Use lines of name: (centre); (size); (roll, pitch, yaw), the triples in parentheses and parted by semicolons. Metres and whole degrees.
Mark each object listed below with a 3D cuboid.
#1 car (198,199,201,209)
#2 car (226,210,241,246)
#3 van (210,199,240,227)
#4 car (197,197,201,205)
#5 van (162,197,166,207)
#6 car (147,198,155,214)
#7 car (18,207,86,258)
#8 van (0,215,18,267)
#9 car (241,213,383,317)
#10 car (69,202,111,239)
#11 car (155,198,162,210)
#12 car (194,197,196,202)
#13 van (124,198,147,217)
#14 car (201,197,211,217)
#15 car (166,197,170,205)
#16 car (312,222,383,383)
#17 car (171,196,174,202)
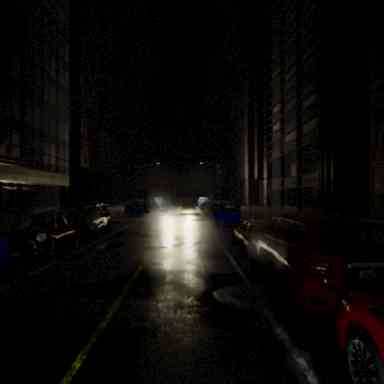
car: (2.278, 1.969, 46.806); (1.887, 1.381, 4.507); (0, -1, -1)
car: (2.634, 1.641, 13.325); (1.752, 1.417, 4.829); (0, -1, -1)
van: (2.516, 1.558, 24.373); (1.690, 1.788, 3.998); (0, -1, -1)
car: (2.219, 1.916, 52.415); (1.967, 1.590, 4.097); (0, -1, -1)
van: (-6.425, 1.942, 63.534); (1.690, 1.788, 3.998); (0, -1, -1)
car: (-6.187, 1.706, 41.099); (2.192, 1.841, 5.009); (0, -1, -1)
car: (-5.889, 1.573, 13.053); (1.967, 1.590, 4.097); (0, -1, -1)
van: (-5.829, 1.423, 7.445); (1.690, 1.788, 3.998); (0, -1, -1)
car: (2.695, 1.378, 7.548); (2.192, 1.841, 5.009); (0, -1, -1)
car: (-5.949, 1.500, 18.663); (2.192, 1.841, 5.009); (0, -1, -1)
car: (-6.306, 2.046, 52.314); (2.008, 1.369, 4.403); (0, -1, -1)
car: (2.040, 2.179, 69.240); (1.887, 1.381, 4.507); (0, -1, -1)
van: (-6.127, 1.680, 35.490); (1.690, 1.788, 3.998); (0, -1, -1)
car: (2.397, 1.635, 35.591); (2.192, 1.841, 5.009); (0, -1, -1)
car: (-6.544, 2.146, 74.752); (1.967, 1.590, 4.097); (0, -1, -1)
car: (2.755, 1.327, 1.939); (2.192, 1.841, 5.009); (0, -1, -1)
car: (-6.721, 2.392, 91.407); (1.752, 1.417, 4.829); (0, -1, -1)
